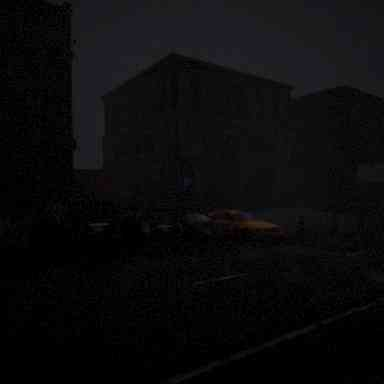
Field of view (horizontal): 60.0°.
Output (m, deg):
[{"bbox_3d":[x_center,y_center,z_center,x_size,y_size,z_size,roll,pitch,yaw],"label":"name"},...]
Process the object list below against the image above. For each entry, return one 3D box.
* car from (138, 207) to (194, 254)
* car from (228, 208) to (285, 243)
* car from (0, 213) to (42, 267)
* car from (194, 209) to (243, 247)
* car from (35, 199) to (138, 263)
[{"bbox_3d":[-2.254,1.434,14.239,2.185,1.767,4.553,1,0,-36],"label":"car"},{"bbox_3d":[2.288,1.623,17.366,1.946,1.575,5.366,1,-1,-36],"label":"car"},{"bbox_3d":[-6.727,1.508,11.017,2.097,1.535,5.008,1,0,-36],"label":"car"},{"bbox_3d":[-0.051,1.631,15.892,2.002,1.452,4.674,1,0,-36],"label":"car"},{"bbox_3d":[-4.513,1.281,12.664,2.435,2.045,5.566,1,0,-36],"label":"car"}]
